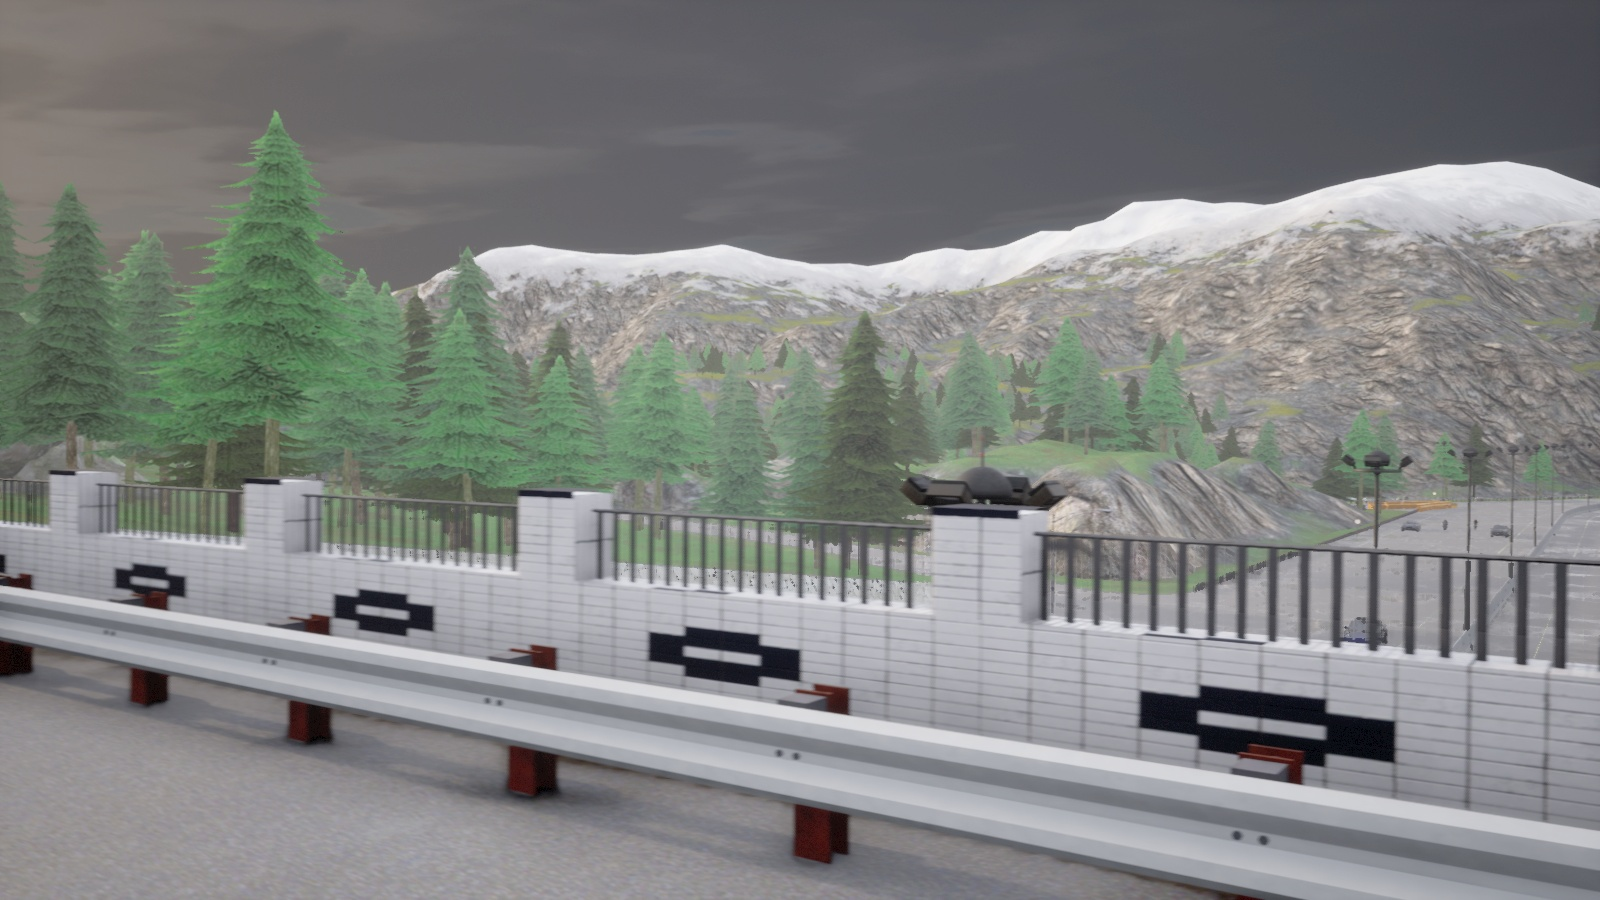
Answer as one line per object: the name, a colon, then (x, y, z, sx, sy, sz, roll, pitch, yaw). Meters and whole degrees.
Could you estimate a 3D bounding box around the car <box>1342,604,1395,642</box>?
car: (34.201, 10.329, 75.459, 2.163, 1.488, 4.792, 0, 1, 33)
